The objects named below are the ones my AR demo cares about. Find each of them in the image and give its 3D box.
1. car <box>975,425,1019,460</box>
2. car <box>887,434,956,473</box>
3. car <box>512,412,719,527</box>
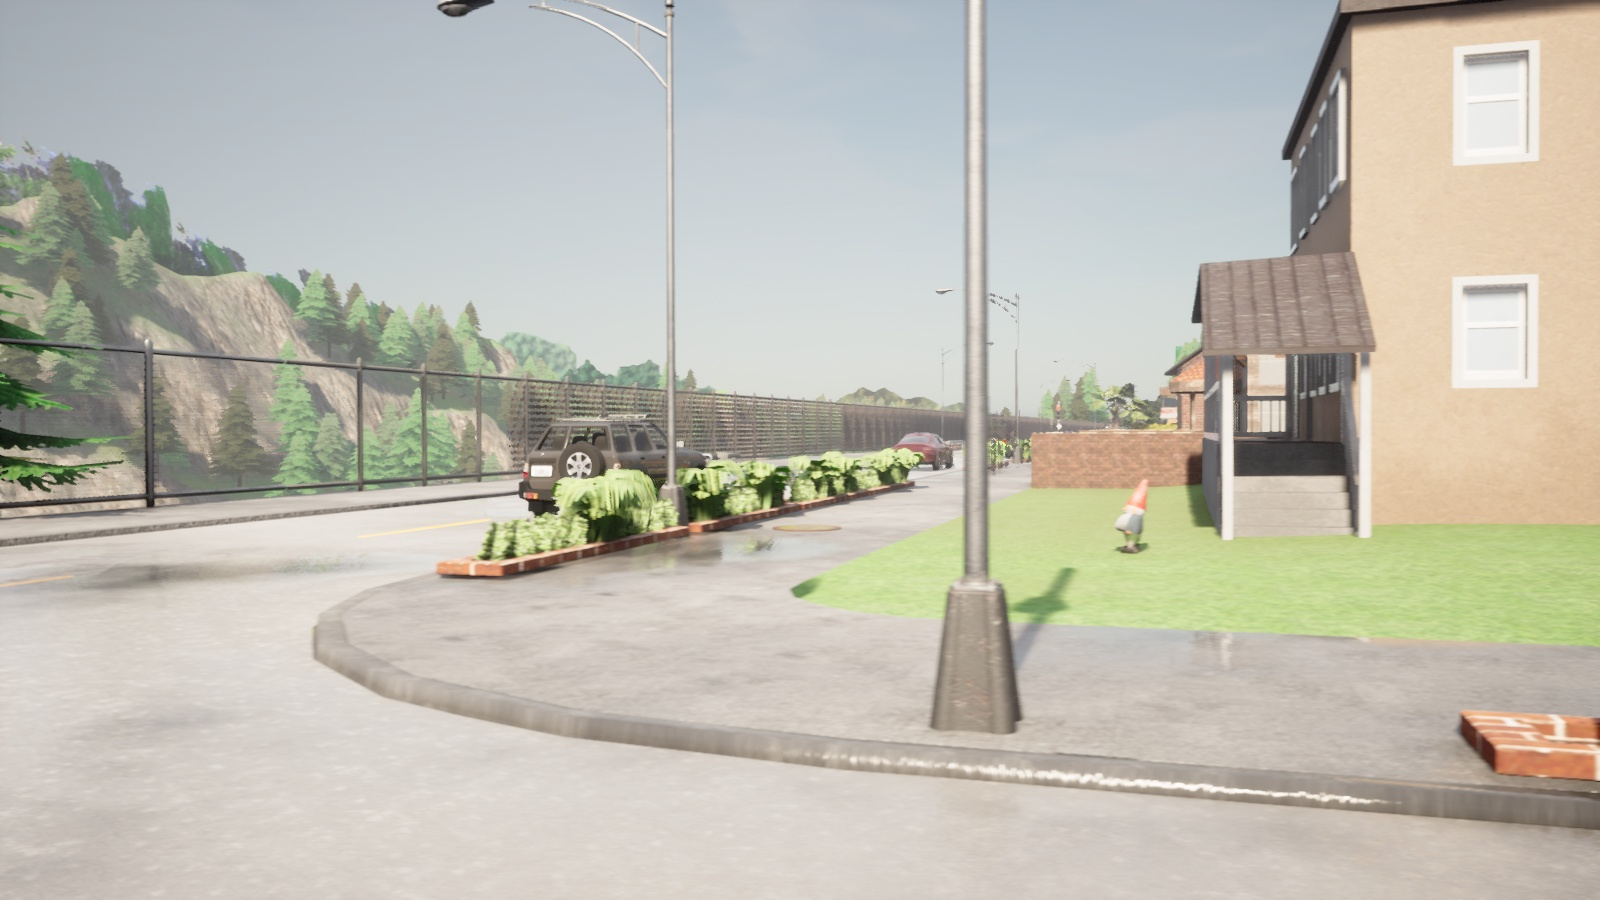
[{"bbox_3d":[11.050,-0.441,70.369,1.905,1.878,3.866,0,1,17],"label":"car"},{"bbox_3d":[4.855,0.090,49.678,1.812,1.442,4.674,0,1,17],"label":"car"},{"bbox_3d":[-3.197,0.273,22.787,1.932,1.855,4.605,0,1,17],"label":"car"}]
